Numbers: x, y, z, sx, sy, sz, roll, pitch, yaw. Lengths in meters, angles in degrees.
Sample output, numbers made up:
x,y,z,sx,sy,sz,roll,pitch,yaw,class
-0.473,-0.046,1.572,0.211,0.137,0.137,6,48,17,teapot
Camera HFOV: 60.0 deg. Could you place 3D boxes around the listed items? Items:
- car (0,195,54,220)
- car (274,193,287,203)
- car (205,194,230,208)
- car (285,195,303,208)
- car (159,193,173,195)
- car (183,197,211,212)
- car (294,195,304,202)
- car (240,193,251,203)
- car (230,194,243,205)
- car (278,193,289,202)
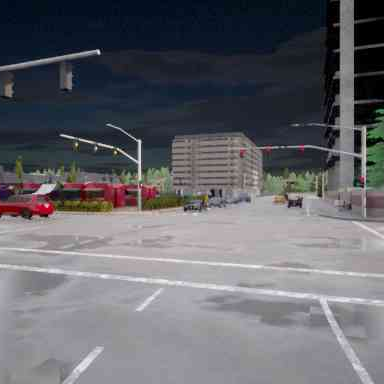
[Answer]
x,y,z,sx,sy,sz,roll,pitch,yaw,class
-14.494,1.277,28.373,5.566,2.045,2.150,0,0,20,car
17.830,1.477,67.435,1.882,1.535,5.008,0,0,19,car
3.757,1.505,48.444,1.837,1.490,4.892,0,0,19,car
15.293,1.477,49.188,1.882,1.535,5.008,0,0,19,car
-7.884,1.208,81.479,4.605,1.855,1.932,0,0,19,car
0.468,1.564,38.906,1.994,1.385,4.181,0,0,17,car
24.818,1.525,77.347,2.128,1.511,4.902,0,0,19,car
10.791,1.221,68.762,2.150,2.045,5.566,0,0,19,car
6.863,1.491,57.500,2.128,1.511,4.902,0,0,19,car
21.625,1.225,78.827,2.150,2.045,5.566,0,0,19,car
